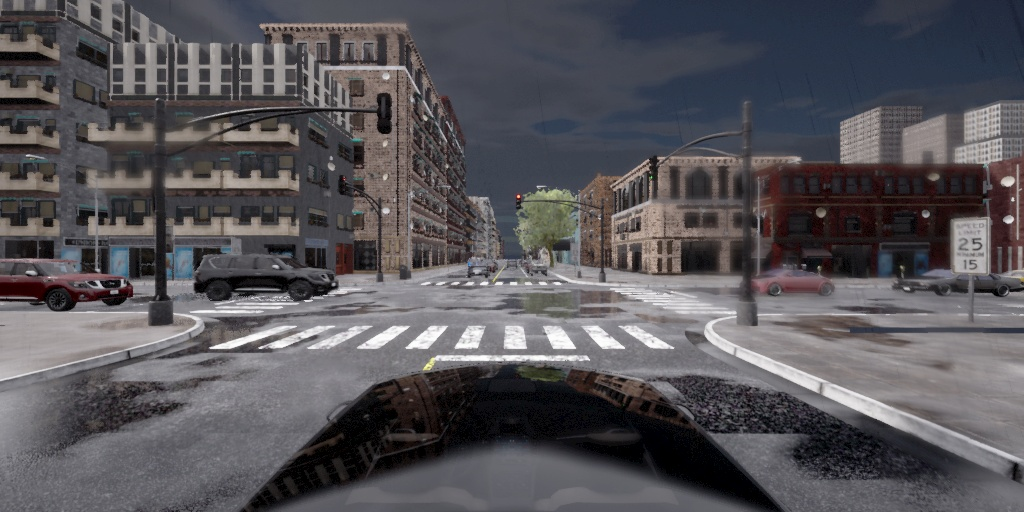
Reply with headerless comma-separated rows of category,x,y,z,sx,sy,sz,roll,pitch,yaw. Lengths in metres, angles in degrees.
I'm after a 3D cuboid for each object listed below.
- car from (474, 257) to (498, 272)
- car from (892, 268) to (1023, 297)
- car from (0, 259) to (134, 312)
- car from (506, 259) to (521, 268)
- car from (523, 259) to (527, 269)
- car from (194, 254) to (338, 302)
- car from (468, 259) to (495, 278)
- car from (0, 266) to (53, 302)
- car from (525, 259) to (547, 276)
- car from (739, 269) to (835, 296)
car,-3.102,1.143,44.254,2.097,1.767,4.553,0,0,0
car,24.018,1.412,19.376,5.357,1.411,2.033,0,0,0
car,-17.278,1.013,13.289,5.009,1.841,2.192,0,0,0
car,-0.005,1.319,63.366,2.128,1.511,4.902,0,0,0
car,2.687,1.228,42.707,1.967,1.591,4.097,0,0,0
car,-11.009,0.946,16.308,5.566,2.045,2.150,0,0,-6
car,-3.105,1.266,34.360,2.128,1.511,4.902,0,0,0
car,-23.767,1.204,15.833,4.674,1.442,1.812,0,0,0
car,2.687,1.330,37.010,2.007,1.370,4.403,0,0,0
car,14.717,1.387,19.308,4.181,1.385,1.994,0,0,0
